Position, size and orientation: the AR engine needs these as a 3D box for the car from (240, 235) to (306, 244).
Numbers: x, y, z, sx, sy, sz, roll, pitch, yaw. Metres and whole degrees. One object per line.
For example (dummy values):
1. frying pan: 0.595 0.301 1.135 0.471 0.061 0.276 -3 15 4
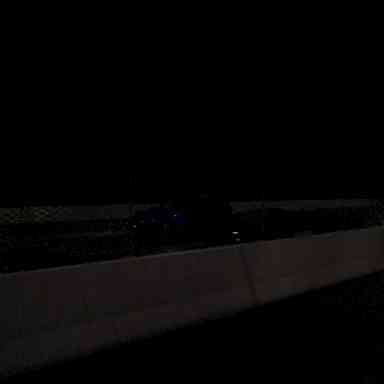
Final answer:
1. car: 3.229 1.471 14.898 5.008 1.535 1.882 0 0 -36
